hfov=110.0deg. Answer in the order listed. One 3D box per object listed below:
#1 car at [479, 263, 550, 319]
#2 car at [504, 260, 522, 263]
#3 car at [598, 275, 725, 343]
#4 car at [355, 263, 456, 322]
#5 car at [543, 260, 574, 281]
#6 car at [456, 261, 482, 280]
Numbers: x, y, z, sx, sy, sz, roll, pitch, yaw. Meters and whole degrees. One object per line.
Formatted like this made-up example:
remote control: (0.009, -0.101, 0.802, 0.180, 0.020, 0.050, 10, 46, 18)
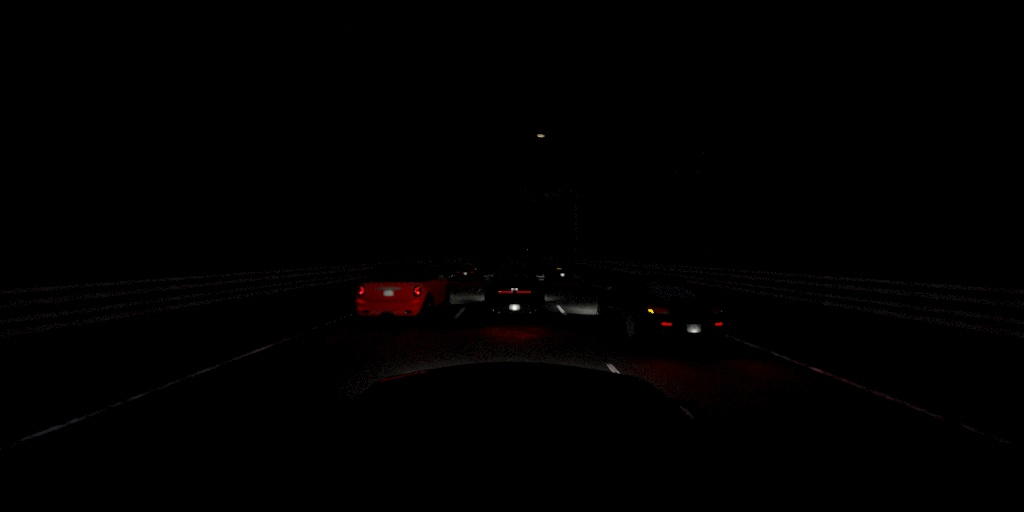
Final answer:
car: (0.083, 1.173, 12.494, 1.837, 1.490, 4.892, 0, 0, 0)
car: (0.084, 1.028, 29.142, 1.882, 1.535, 5.008, 0, 0, 0)
car: (3.571, 1.217, 9.319, 1.812, 1.442, 4.674, 0, 1, 0)
car: (-3.419, 1.024, 12.084, 2.097, 1.767, 4.553, 0, 1, 0)
car: (3.581, 1.065, 27.720, 1.837, 1.490, 4.892, 0, 0, 0)
car: (-3.417, 1.080, 28.590, 1.812, 1.442, 4.674, 0, 0, 0)
